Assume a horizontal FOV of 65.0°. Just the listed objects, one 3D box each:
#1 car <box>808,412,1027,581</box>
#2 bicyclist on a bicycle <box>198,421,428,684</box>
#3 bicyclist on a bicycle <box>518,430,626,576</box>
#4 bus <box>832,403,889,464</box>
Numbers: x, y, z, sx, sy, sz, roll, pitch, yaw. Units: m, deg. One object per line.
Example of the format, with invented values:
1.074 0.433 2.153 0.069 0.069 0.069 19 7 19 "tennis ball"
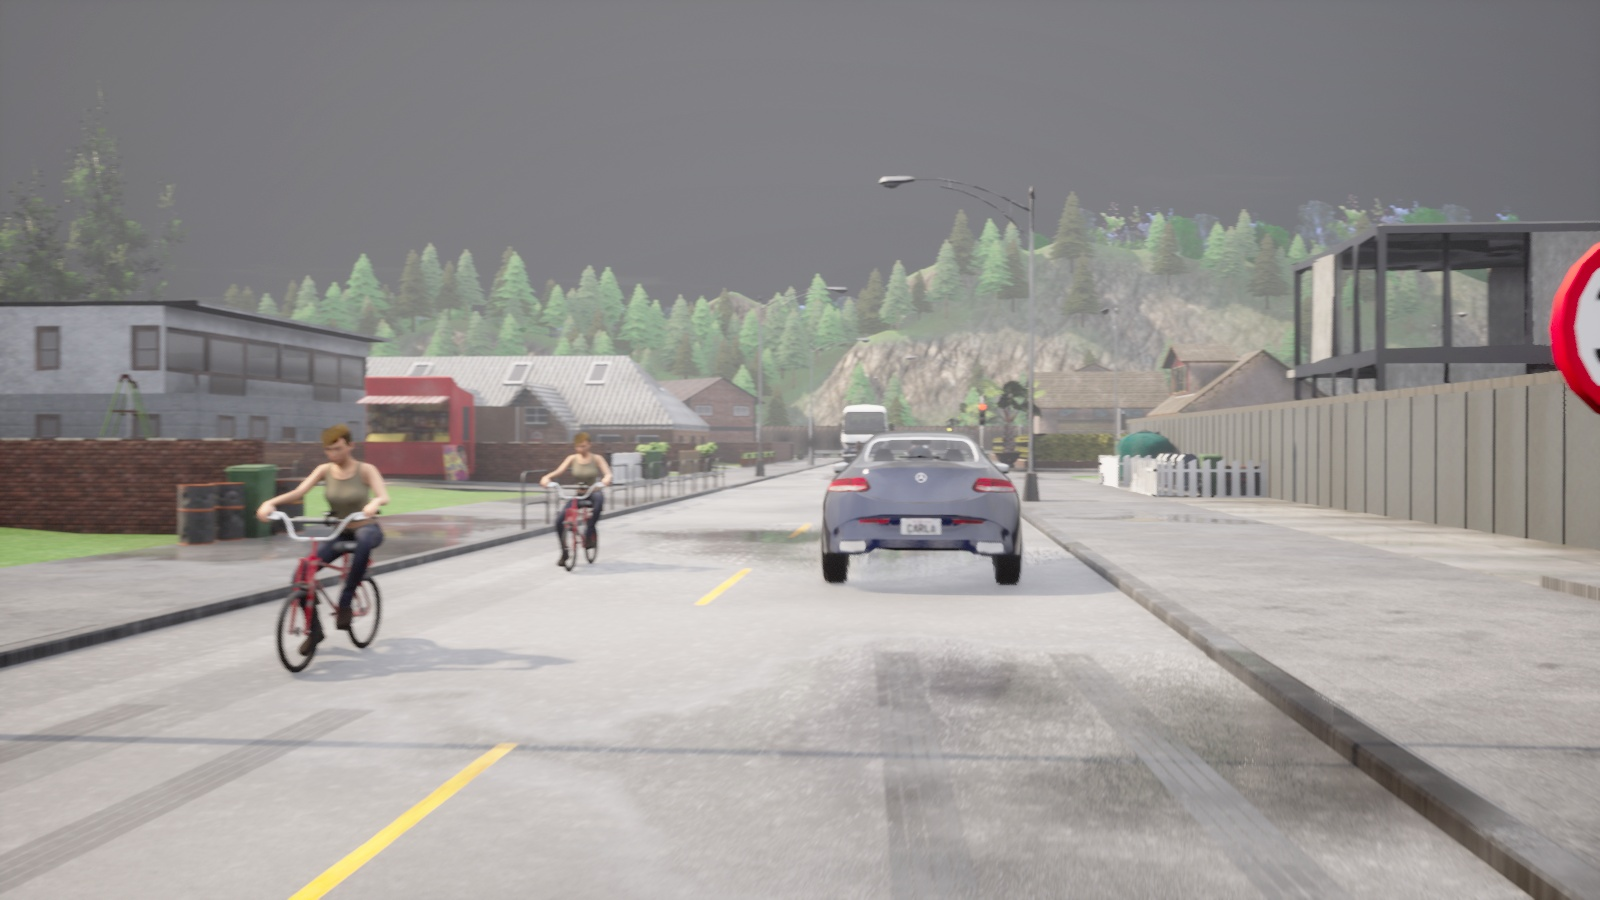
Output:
1.387 0.439 14.914 2.152 1.651 5.027 0 0 5 "car"
-3.221 0.621 8.478 0.866 1.612 1.509 0 0 5 "bicyclist on a bicycle"
-2.647 0.586 14.743 0.866 1.612 1.509 0 0 5 "bicyclist on a bicycle"
4.597 -1.176 93.524 3.944 4.253 10.273 0 0 4 "bus"
